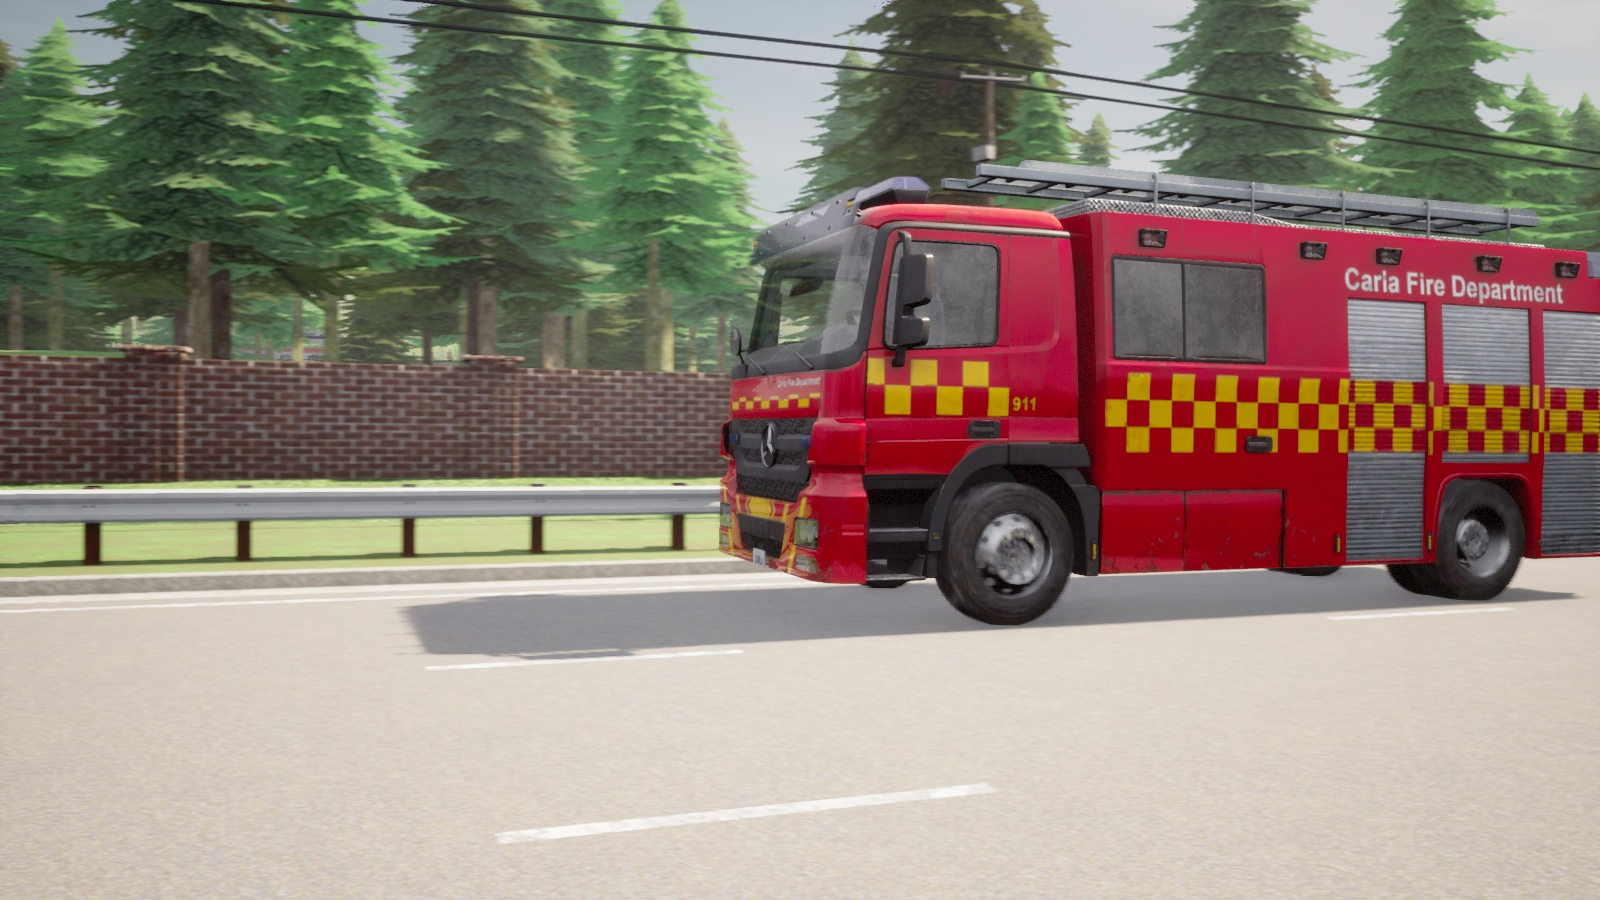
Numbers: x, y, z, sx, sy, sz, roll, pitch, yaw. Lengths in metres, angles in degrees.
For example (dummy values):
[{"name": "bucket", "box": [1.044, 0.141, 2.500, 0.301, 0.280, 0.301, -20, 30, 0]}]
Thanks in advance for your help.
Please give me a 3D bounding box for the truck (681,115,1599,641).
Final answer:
[{"name": "truck", "box": [3.376, -0.599, 11.994, 8.468, 3.827, 2.891, -1, 1, -21]}]
